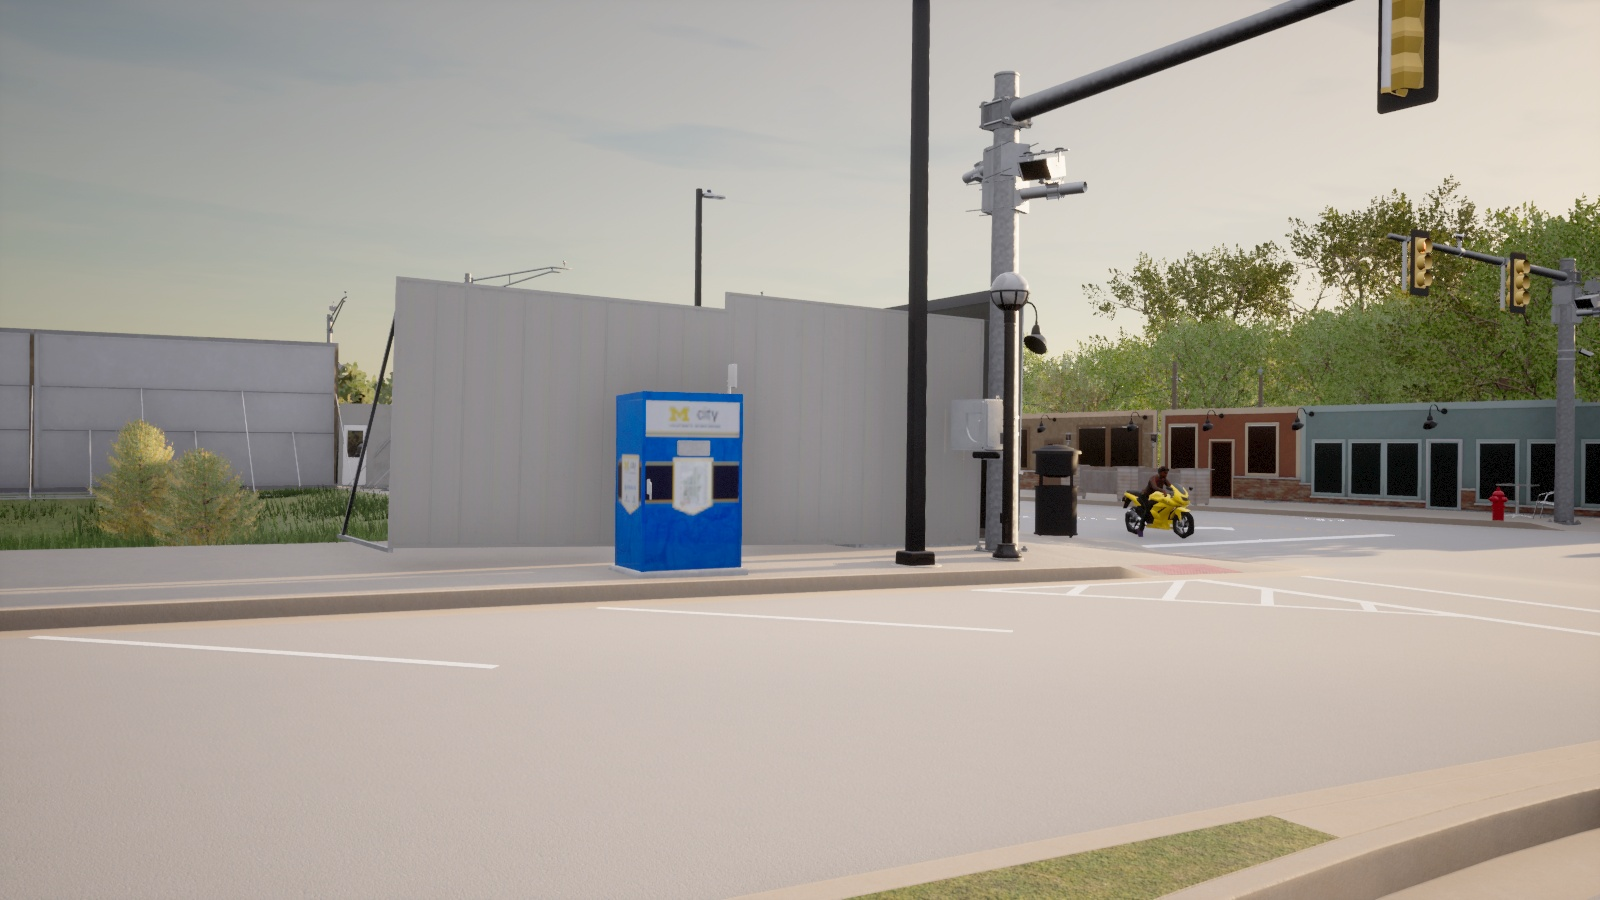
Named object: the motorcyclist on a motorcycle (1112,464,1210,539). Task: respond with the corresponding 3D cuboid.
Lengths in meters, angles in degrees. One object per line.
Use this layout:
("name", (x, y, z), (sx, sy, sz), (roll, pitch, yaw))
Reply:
("motorcyclist on a motorcycle", (7.667, 1.065, 26.779), (0.797, 1.523, 2.044), (0, 0, -29))
